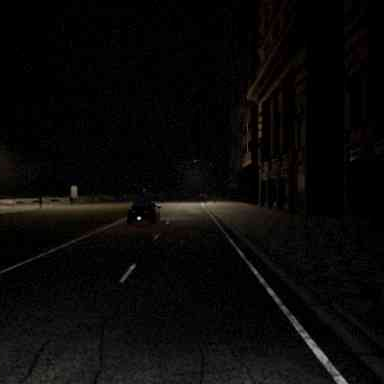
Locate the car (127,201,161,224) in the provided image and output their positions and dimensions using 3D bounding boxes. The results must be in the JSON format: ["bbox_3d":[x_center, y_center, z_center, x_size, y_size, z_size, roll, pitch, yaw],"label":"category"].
[{"bbox_3d":[-3.388,1.433,23.770,1.837,1.490,4.892,0,0,0],"label":"car"}]

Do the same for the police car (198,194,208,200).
[{"bbox_3d":[2.714,1.466,94.712,1.930,1.638,5.238,0,0,5],"label":"police car"}]
